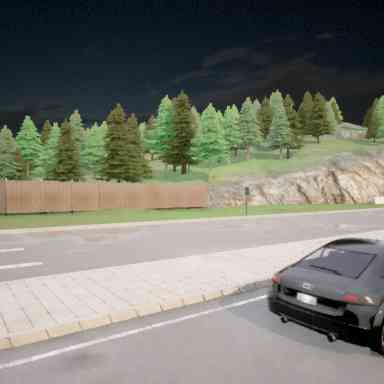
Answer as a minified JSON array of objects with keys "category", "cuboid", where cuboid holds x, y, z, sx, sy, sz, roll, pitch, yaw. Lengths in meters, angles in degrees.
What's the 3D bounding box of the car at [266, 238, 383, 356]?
[{"category":"car","cuboid":[3.340,1.564,6.126,4.181,1.385,1.994,0,0,-35]}]
